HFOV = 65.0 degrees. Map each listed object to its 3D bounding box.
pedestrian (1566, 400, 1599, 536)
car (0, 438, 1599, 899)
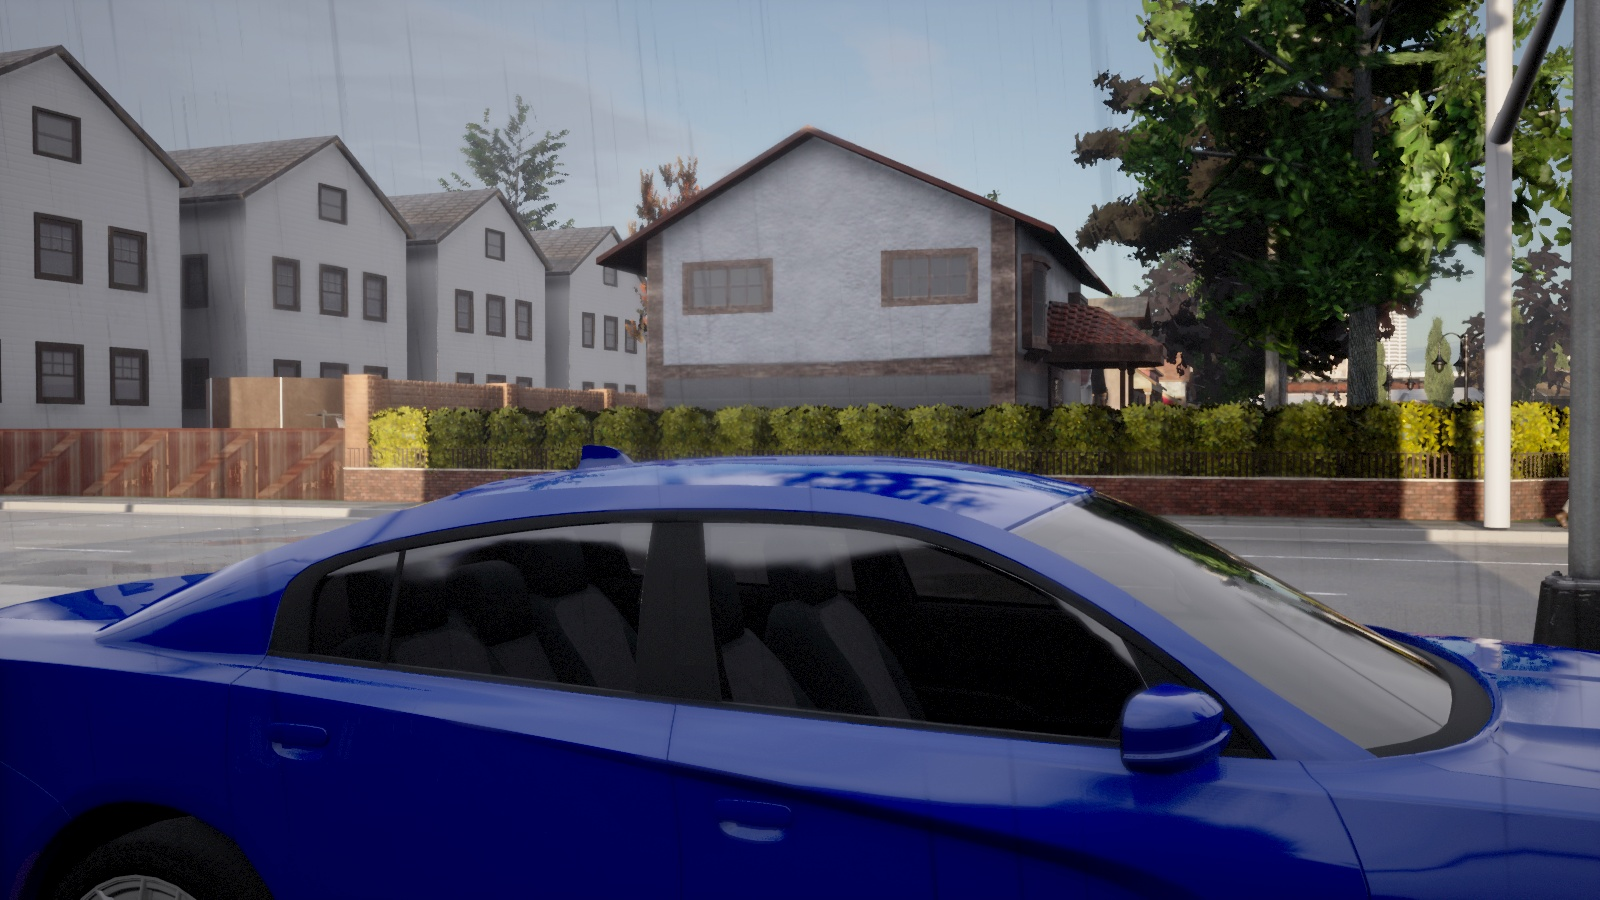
[{"bbox_3d":[11.233,0.247,17.485,0.900,1.855,0.874,1,1,28],"label":"pedestrian"},{"bbox_3d":[0.253,0.755,3.108,5.008,1.535,1.882,1,1,19],"label":"car"}]
